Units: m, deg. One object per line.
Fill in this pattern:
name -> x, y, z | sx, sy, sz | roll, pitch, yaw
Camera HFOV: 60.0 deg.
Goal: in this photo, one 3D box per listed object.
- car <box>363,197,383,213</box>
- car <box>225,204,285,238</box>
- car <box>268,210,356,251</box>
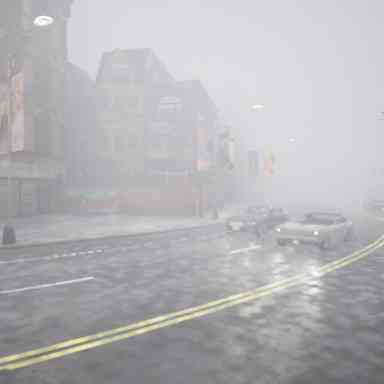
car -> 19.149, 1.340, 34.492 | 1.837, 1.490, 4.892 | 0, 0, 15
car -> 3.560, 1.412, 17.356 | 2.128, 1.511, 4.902 | 0, 0, 39
car -> 5.266, 1.535, 13.979 | 1.895, 1.301, 4.718 | 0, 0, 40
